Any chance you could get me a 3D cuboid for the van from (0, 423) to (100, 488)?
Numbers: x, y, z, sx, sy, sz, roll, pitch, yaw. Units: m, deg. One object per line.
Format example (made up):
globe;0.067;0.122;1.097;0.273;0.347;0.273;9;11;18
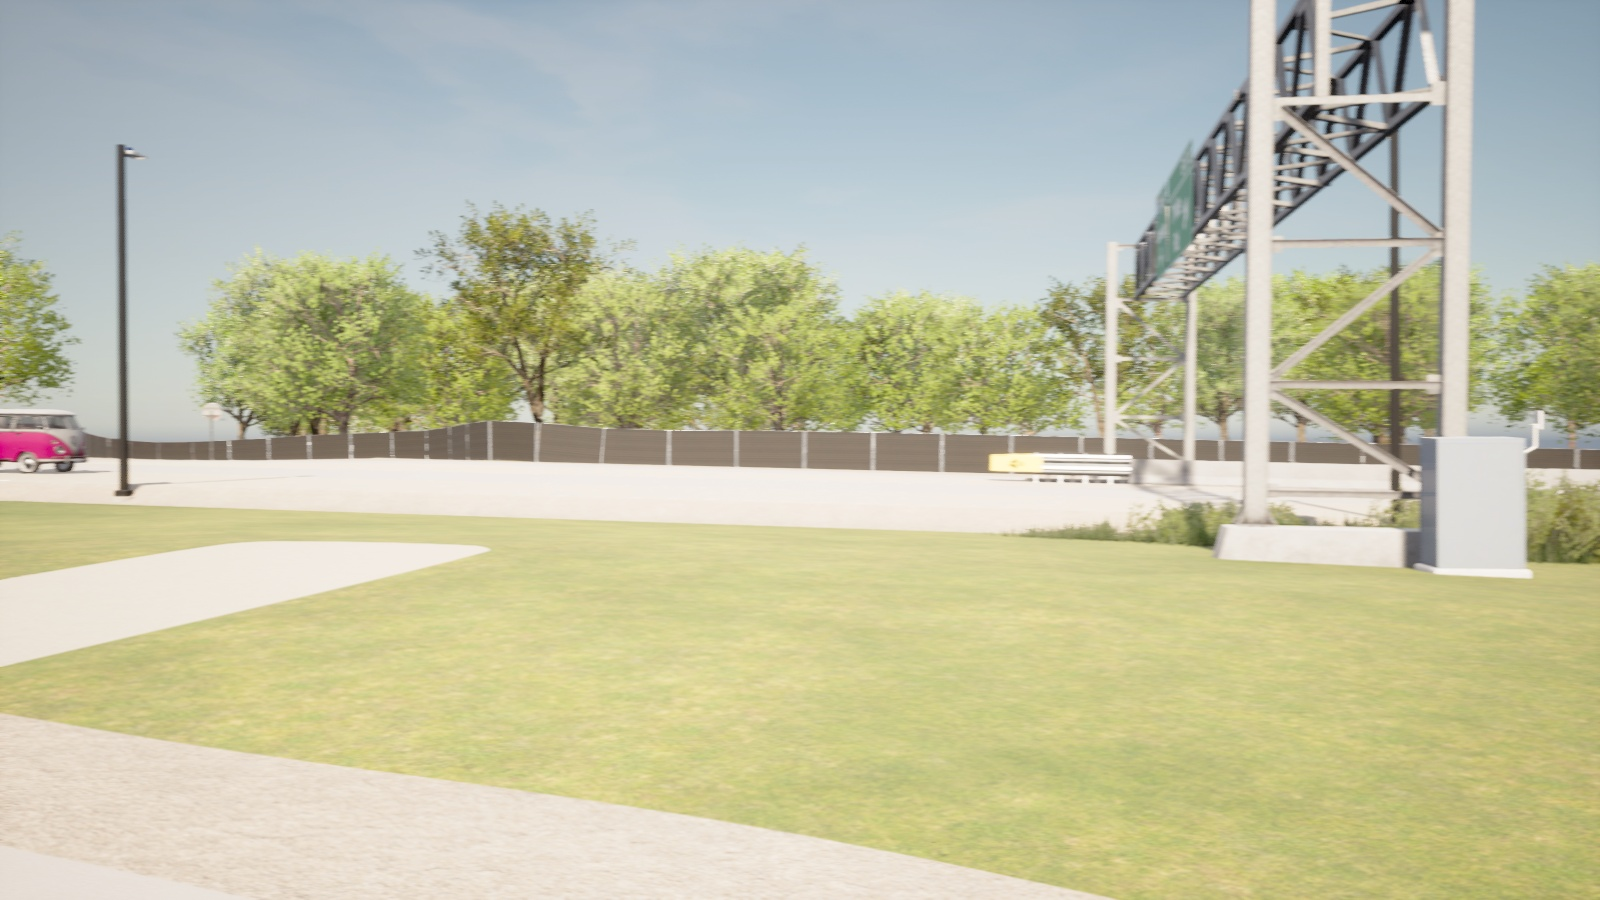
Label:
van;-24.427;0.149;39.131;4.442;1.987;1.775;0;1;9
